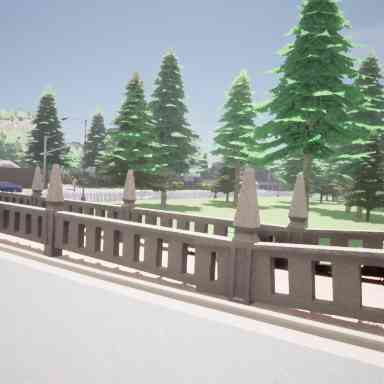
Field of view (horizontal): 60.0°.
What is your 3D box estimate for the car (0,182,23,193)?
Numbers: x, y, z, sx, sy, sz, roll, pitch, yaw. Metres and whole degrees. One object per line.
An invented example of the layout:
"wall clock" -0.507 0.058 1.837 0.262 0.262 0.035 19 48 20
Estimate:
"car" -21.383 -0.402 36.981 1.812 1.442 4.674 4 3 37
